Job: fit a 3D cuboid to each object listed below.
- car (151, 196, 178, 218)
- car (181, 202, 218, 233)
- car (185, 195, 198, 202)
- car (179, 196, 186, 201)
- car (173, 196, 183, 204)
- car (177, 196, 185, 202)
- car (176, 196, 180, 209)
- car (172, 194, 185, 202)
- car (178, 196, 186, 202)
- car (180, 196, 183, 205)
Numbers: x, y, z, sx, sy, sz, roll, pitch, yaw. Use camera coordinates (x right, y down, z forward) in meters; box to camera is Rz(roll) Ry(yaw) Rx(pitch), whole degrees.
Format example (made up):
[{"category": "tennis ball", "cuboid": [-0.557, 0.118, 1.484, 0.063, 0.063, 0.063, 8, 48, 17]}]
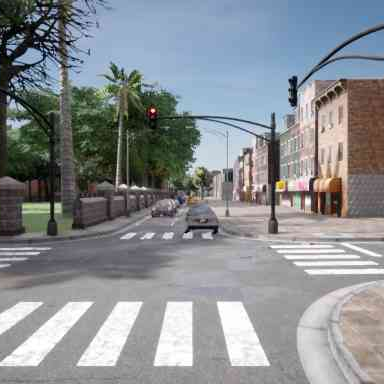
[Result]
[{"category": "car", "cuboid": [-2.627, 1.481, 30.626, 1.967, 1.590, 4.097, 0, 0, 0]}, {"category": "car", "cuboid": [0.472, 1.564, 19.827, 2.033, 1.411, 5.357, 0, 0, -2]}, {"category": "car", "cuboid": [0.130, 1.627, 59.511, 1.882, 1.535, 5.008, 0, 0, 0]}, {"category": "car", "cuboid": [-2.598, 1.914, 93.200, 1.947, 1.339, 4.313, -1, 0, 0]}, {"category": "car", "cuboid": [-2.985, 1.715, 71.231, 1.837, 1.490, 4.892, 0, 0, 0]}, {"category": "car", "cuboid": [-2.603, 1.818, 81.823, 1.887, 1.381, 4.507, 0, 0, 0]}, {"category": "car", "cuboid": [-2.623, 1.498, 36.314, 1.967, 1.590, 4.097, 0, 0, 0]}, {"category": "car", "cuboid": [-2.949, 1.402, 64.262, 2.150, 2.045, 5.566, 0, 0, 0]}, {"category": "car", "cuboid": [-2.601, 1.861, 87.512, 2.008, 1.369, 4.403, -1, 0, 0]}, {"category": "car", "cuboid": [-2.619, 1.679, 47.692, 1.802, 1.307, 4.206, 0, 0, 0]}]
